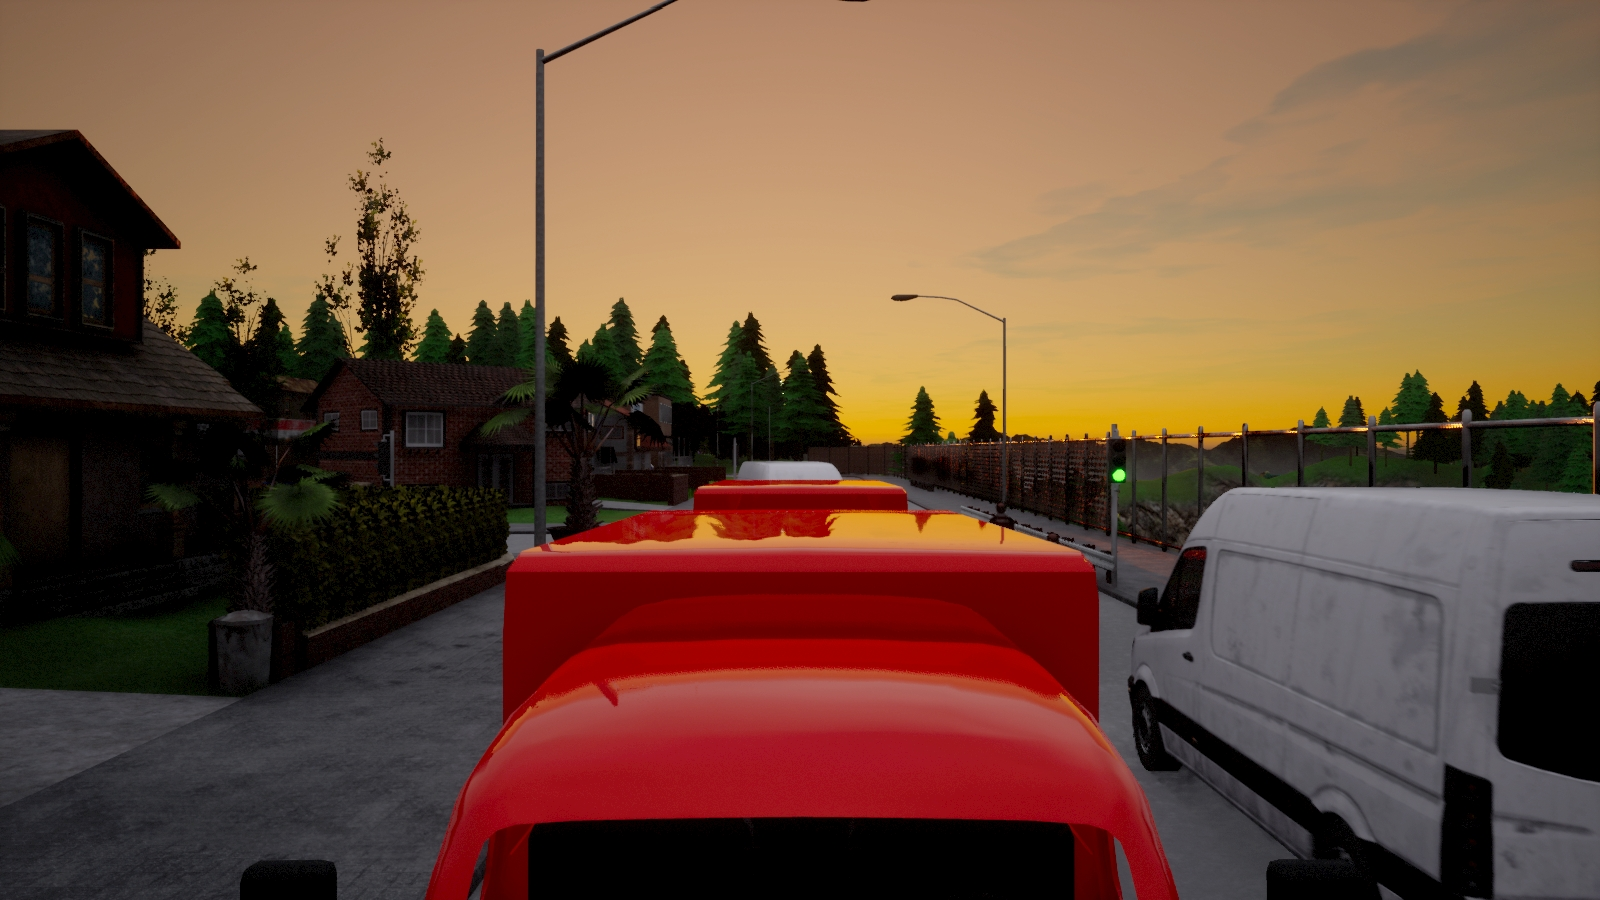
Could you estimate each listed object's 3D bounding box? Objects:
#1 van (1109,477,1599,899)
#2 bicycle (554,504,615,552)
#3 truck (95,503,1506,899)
[{"bbox_3d":[3.996,1.538,8.131,1.988,2.561,5.915,0,0,0],"label":"van"},{"bbox_3d":[-6.027,2.170,32.019,1.487,1.276,0.859,0,0,8],"label":"bicycle"},{"bbox_3d":[-0.001,1.570,4.728,2.627,2.467,5.204,0,0,0],"label":"truck"}]
